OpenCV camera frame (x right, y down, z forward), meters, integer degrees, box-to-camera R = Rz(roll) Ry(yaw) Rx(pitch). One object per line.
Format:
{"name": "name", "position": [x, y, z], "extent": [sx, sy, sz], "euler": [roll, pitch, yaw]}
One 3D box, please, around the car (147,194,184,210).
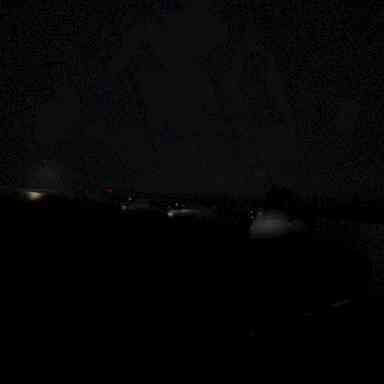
{"name": "car", "position": [-2.511, 0.868, 31.090], "extent": [1.994, 1.385, 4.181], "euler": [-3, 4, -35]}

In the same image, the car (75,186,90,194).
{"name": "car", "position": [-19.809, -0.368, 60.689], "extent": [1.837, 1.490, 4.892], "euler": [-3, 3, -35]}

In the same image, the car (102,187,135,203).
{"name": "car", "position": [-8.404, 0.461, 39.450], "extent": [2.128, 1.511, 4.902], "euler": [-3, 3, -35]}

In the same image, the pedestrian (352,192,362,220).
{"name": "pedestrian", "position": [11.043, 0.916, 22.229], "extent": [0.375, 1.860, 0.375], "euler": [-1, 0, -35]}

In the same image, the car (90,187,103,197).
{"name": "car", "position": [-13.943, -0.072, 52.386], "extent": [1.837, 1.490, 4.892], "euler": [-3, 3, -35]}

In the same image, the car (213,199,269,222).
{"name": "car", "position": [3.286, 1.201, 22.898], "extent": [1.994, 1.385, 4.181], "euler": [-3, 4, -34]}
